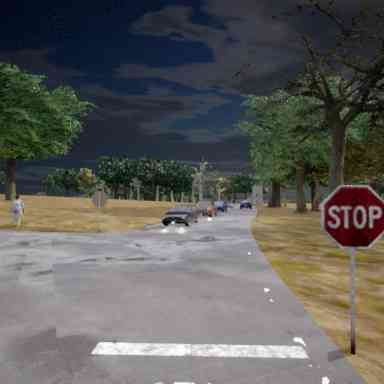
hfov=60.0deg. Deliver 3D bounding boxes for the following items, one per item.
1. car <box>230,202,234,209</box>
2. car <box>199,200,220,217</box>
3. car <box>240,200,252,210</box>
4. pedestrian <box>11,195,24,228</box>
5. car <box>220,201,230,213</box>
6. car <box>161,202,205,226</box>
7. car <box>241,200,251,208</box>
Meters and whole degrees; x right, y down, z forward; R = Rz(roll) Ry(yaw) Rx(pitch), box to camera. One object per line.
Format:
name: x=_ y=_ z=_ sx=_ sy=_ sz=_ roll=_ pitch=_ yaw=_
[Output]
car: x=5.988 y=2.251 z=56.259 sx=1.895 sy=1.301 sz=4.718 roll=0 pitch=-1 yaw=11
car: x=1.345 y=1.667 z=34.770 sx=2.097 sy=1.767 sz=4.553 roll=0 pitch=-1 yaw=13
car: x=9.007 y=2.111 z=55.432 sx=1.882 sy=1.535 sz=5.008 roll=0 pitch=-1 yaw=11
pedestrian: x=-9.703 y=1.045 z=18.425 sx=0.375 sy=1.860 sz=0.375 roll=0 pitch=-4 yaw=3
car: x=3.599 y=1.940 z=44.733 sx=1.882 sy=1.535 sz=5.008 roll=0 pitch=-1 yaw=12
car: x=-0.703 y=1.721 z=25.004 sx=2.033 sy=1.411 sz=5.357 roll=0 pitch=-1 yaw=12
car: x=10.700 y=2.307 z=65.625 sx=1.882 sy=1.535 sz=5.008 roll=0 pitch=-1 yaw=8
